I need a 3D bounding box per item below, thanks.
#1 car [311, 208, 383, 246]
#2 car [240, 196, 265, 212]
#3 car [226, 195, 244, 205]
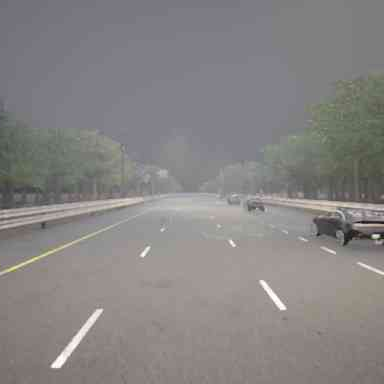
[{"bbox_3d":[7.004,1.484,15.095,2.128,1.511,4.902,0,0,0],"label":"car"},{"bbox_3d":[7.012,1.529,38.028,1.837,1.490,4.892,0,0,0],"label":"car"},{"bbox_3d":[7.018,1.458,57.047,2.128,1.511,4.902,0,0,0],"label":"car"}]
